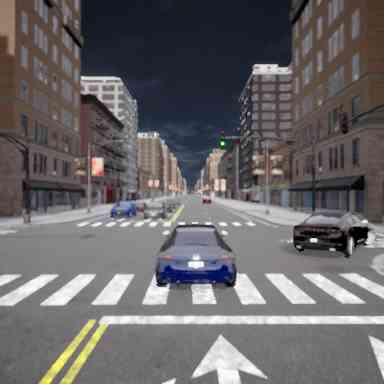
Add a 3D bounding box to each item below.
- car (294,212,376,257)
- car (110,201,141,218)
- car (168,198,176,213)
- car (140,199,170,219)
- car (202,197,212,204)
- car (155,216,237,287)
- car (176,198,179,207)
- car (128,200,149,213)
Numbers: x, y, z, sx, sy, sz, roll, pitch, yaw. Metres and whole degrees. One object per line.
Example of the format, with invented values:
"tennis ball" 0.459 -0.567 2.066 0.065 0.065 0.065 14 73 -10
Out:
"car" 5.865 1.548 13.521 1.882 1.535 5.008 -2 -2 40
"car" -6.596 1.639 32.513 1.882 1.535 5.008 0 0 0
"car" -3.349 1.703 40.190 1.837 1.490 4.892 0 0 0
"car" -3.354 1.680 30.938 1.812 1.442 4.674 0 0 0
"car" 3.245 1.828 72.566 1.882 1.535 5.008 0 0 0
"car" 0.097 1.613 9.534 1.994 1.385 4.181 0 0 0
"car" -3.334 1.750 50.203 1.837 1.490 4.892 0 0 0
"car" -6.599 1.768 41.475 1.994 1.385 4.181 0 0 0
